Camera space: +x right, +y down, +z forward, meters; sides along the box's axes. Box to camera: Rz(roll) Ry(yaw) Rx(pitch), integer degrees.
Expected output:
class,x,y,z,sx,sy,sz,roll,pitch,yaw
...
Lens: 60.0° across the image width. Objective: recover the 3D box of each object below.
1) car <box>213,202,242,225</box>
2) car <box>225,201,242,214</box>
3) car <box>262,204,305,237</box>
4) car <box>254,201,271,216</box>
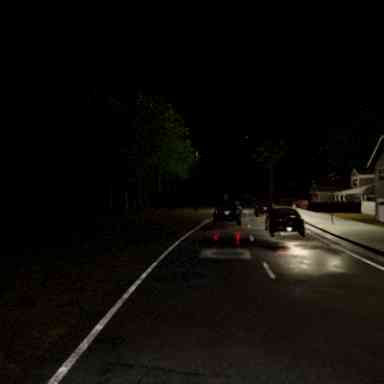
class,x,y,z,sx,sy,sz,roll,pitch,yaw
car,2.882,1.617,26.616,2.097,1.767,4.553,0,-1,9
car,5.431,1.996,43.083,2.128,1.511,4.902,0,-1,9
car,5.359,1.686,19.524,1.837,1.490,4.892,0,-1,8
car,8.106,1.795,37.493,2.097,1.767,4.553,0,-1,9
